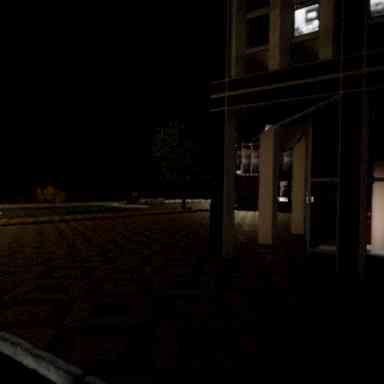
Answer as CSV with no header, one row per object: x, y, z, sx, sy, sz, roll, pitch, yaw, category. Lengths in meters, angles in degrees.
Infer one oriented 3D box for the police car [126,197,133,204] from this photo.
-7.989,1.057,51.871,1.930,1.638,5.238,2,1,38,police car

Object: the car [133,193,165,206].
-6.016,1.229,49.258,1.812,1.442,4.674,2,1,38,car
